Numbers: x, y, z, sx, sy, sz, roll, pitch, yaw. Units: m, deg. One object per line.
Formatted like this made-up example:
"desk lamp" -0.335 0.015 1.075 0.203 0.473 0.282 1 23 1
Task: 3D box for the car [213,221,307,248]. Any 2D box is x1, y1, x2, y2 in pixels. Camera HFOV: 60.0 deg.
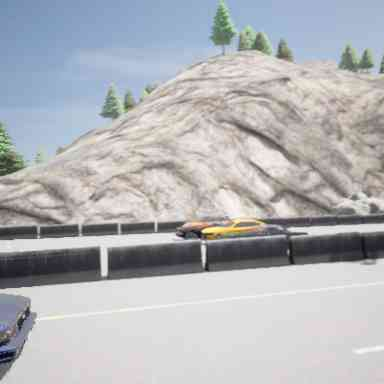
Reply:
"car" 3.857 2.477 18.401 4.718 1.301 1.895 0 -3 -16

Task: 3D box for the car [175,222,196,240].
"car" 1.132 2.876 24.887 4.718 1.301 1.895 0 -3 -16

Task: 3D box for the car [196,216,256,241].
"car" 3.093 2.548 21.825 5.008 1.535 1.882 0 -3 -16

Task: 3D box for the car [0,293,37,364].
"car" -5.184 1.927 4.636 5.357 1.411 2.033 0 -3 -16

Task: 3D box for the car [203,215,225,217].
"car" 1.427 2.813 28.625 4.553 1.767 2.097 -1 -3 -16
